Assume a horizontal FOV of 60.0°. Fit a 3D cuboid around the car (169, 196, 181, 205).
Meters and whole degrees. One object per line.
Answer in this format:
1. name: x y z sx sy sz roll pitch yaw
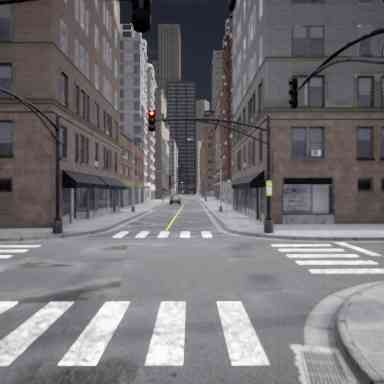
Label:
1. car: -2.983 1.458 59.838 1.882 1.535 5.008 0 0 0
